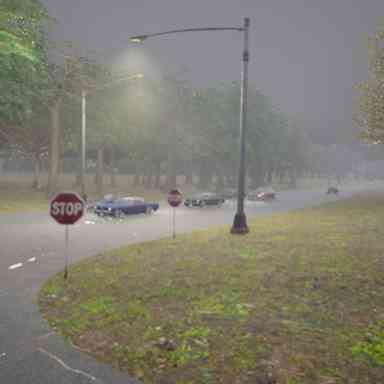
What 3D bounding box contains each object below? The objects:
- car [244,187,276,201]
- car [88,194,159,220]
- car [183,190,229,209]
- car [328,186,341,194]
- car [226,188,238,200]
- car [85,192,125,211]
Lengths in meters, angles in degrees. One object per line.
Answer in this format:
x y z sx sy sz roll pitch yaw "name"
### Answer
8.927 0.157 41.873 2.097 1.767 4.553 3 4 36 "car"
-4.506 1.062 23.104 1.895 1.301 4.718 3 4 35 "car"
1.181 0.784 31.068 1.895 1.301 4.718 3 4 35 "car"
27.147 -0.426 63.630 1.837 1.490 4.892 3 4 29 "car"
5.139 0.227 42.609 2.033 1.411 5.357 3 4 36 "car"
-6.373 0.769 26.493 1.812 1.442 4.674 3 4 35 "car"
